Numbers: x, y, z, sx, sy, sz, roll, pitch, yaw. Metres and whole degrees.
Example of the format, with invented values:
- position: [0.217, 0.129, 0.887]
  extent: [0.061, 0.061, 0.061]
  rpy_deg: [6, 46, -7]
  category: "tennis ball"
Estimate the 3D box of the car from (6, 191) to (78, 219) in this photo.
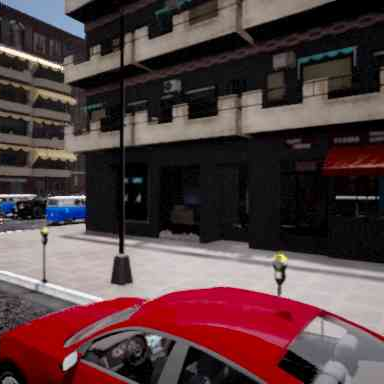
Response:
- position: [-11.220, 0.968, 26.475]
  extent: [2.150, 2.045, 5.566]
  rpy_deg: [0, 1, 34]
  category: "car"

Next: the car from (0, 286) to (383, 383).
- position: [0.053, 1.543, 2.829]
  extent: [4.507, 1.381, 1.887]
  rpy_deg: [0, 0, 36]
  category: "car"

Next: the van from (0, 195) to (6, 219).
- position: [-14.279, 1.097, 26.594]
  extent: [1.690, 1.788, 3.998]
  rpy_deg: [1, 2, 35]
  category: "van"

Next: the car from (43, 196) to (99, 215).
- position: [-11.153, 1.206, 31.038]
  extent: [1.752, 1.417, 4.829]
  rpy_deg: [1, 2, 35]
  category: "car"

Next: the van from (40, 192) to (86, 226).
- position: [-7.444, 1.141, 21.745]
  extent: [1.690, 1.788, 3.998]
  rpy_deg: [1, 2, 35]
  category: "van"
